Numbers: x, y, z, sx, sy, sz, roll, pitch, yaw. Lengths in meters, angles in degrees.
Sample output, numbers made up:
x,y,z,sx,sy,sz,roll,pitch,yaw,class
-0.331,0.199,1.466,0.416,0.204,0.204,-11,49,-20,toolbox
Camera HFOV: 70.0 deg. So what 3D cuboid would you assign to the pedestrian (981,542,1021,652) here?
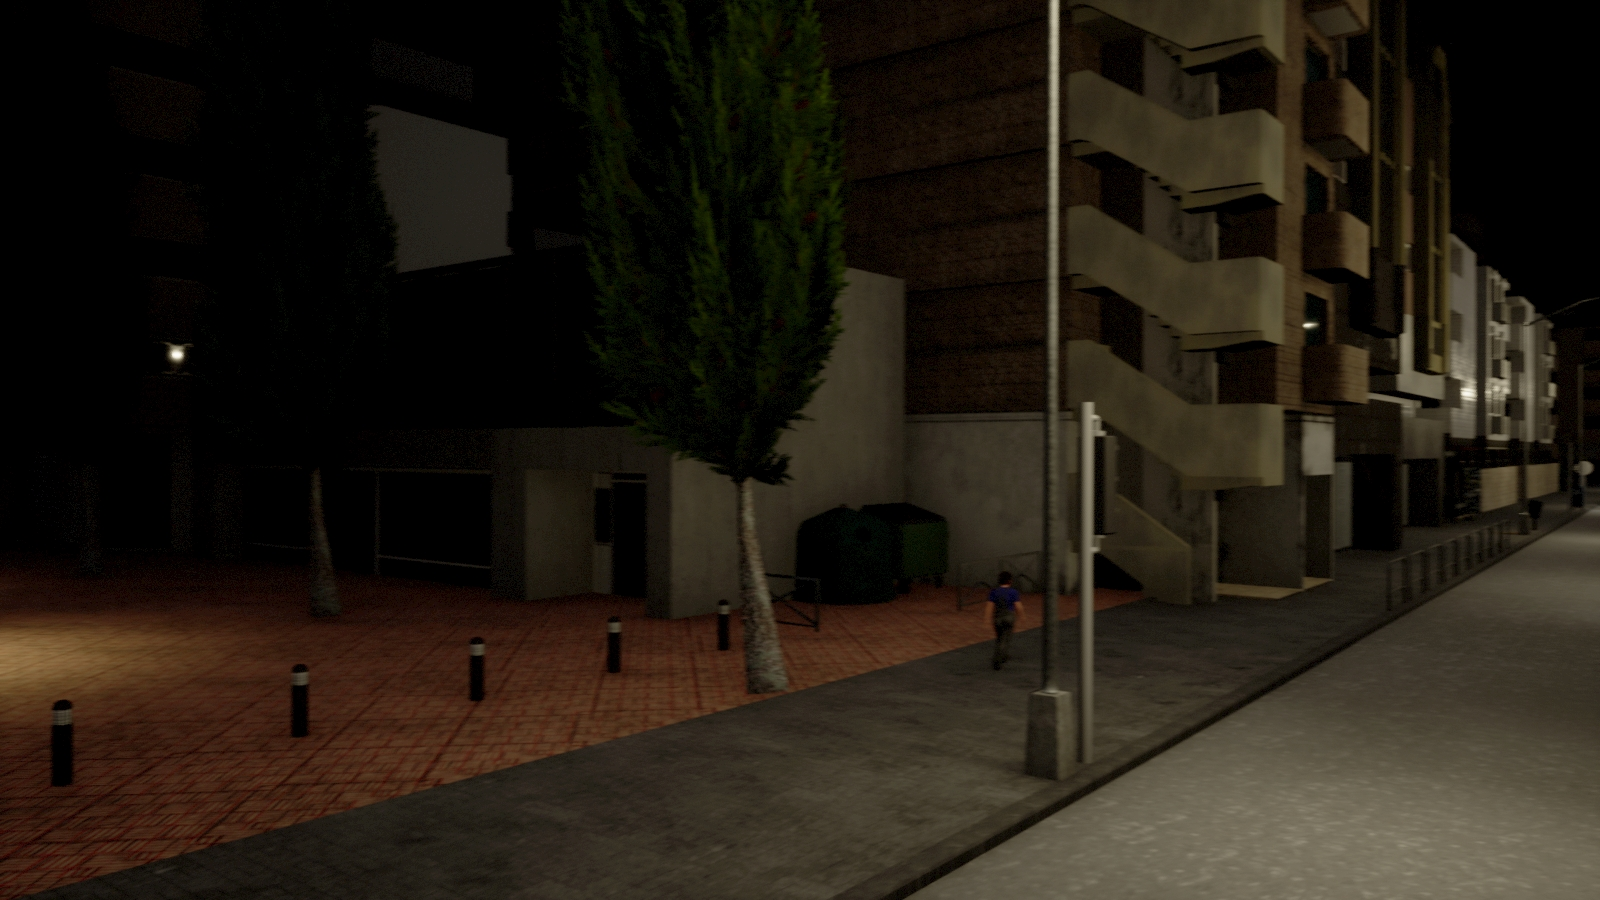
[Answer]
x,y,z,sx,sy,sz,roll,pitch,yaw,class
2.501,1.810,14.184,0.375,1.300,0.375,0,0,30,pedestrian
